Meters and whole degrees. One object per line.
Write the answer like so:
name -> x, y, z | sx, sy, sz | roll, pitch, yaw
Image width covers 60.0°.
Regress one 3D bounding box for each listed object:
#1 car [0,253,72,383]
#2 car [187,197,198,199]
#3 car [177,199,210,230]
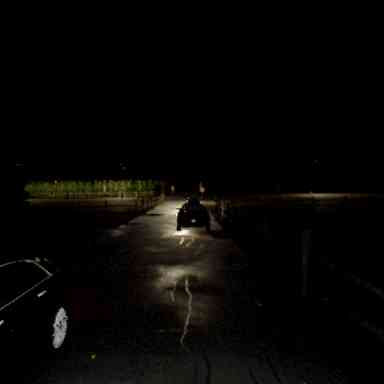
car -> -2.753, 1.503, 3.272 | 1.837, 1.490, 4.892 | 0, 0, 0
car -> 0.060, 1.339, 39.486 | 2.033, 1.411, 5.357 | 0, 1, 0
car -> 0.079, 1.433, 20.667 | 1.882, 1.535, 5.008 | 0, 0, 0
